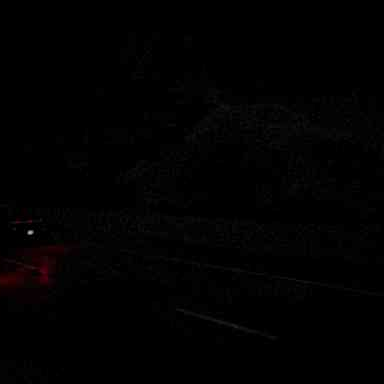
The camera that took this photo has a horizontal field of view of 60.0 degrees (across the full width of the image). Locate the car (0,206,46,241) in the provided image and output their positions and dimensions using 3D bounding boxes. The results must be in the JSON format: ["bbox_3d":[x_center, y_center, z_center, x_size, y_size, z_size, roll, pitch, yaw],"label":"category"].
[{"bbox_3d":[-8.440,1.403,14.930,4.902,1.511,2.128,0,0,38],"label":"car"}]

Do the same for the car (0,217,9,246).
[{"bbox_3d":[-7.861,1.474,10.044,5.357,1.411,2.033,1,0,38],"label":"car"}]
